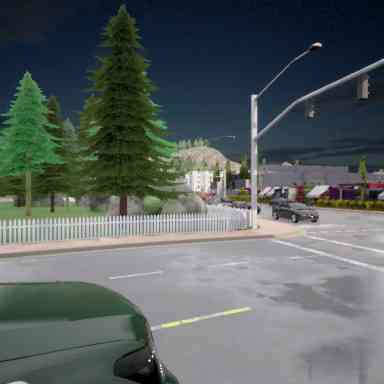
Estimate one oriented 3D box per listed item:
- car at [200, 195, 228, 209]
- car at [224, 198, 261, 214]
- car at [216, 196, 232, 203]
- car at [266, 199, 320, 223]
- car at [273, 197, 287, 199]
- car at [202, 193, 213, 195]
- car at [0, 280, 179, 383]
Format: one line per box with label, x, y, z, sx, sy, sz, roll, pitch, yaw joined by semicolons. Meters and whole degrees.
car;2.868;1.547;44.236;2.128;1.511;4.902;0;0;-16
car;5.483;1.656;35.250;1.895;1.301;4.718;0;0;-16
car;6.684;1.619;69.368;1.994;1.385;4.181;0;0;-16
car;8.071;1.560;26.343;1.837;1.490;4.892;0;0;-14
car;12.712;1.560;48.670;1.837;1.490;4.892;0;0;-16
car;2.985;1.277;69.612;2.150;2.045;5.566;0;0;-16
car;-2.744;1.221;1.679;5.566;2.045;2.150;0;0;-36
